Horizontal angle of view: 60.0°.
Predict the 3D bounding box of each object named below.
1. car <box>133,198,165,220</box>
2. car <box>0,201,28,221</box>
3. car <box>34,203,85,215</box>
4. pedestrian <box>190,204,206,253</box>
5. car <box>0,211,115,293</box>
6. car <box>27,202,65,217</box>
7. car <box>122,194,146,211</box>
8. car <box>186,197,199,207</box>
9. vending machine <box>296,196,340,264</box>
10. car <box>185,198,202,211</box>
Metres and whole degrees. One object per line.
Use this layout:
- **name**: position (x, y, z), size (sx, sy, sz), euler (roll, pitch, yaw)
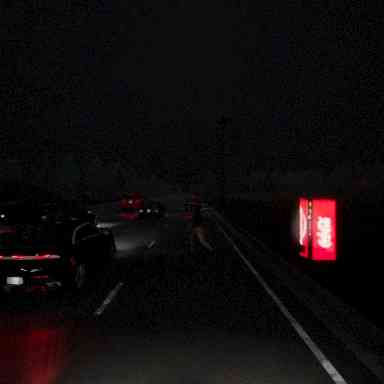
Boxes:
- **car**: position (-3.376, 1.545, 28.481), size (2.033, 1.411, 5.357), euler (0, 0, 0)
- **car**: position (-13.878, 1.503, 26.932), size (1.837, 1.490, 4.892), euler (0, 0, 0)
- **car**: position (-6.884, 1.562, 18.990), size (1.994, 1.385, 4.181), euler (0, 0, 0)
- **pedestrian**: position (0.205, 1.293, 11.859), size (0.375, 1.860, 0.375), euler (0, 0, 0)
- **car**: position (-3.393, 1.491, 8.833), size (2.128, 1.511, 4.902), euler (0, 0, 0)
- **car**: position (-10.379, 1.503, 25.583), size (1.837, 1.490, 4.892), euler (0, 0, 0)
- **car**: position (-6.868, 1.217, 39.890), size (2.150, 2.045, 5.566), euler (0, 0, 0)
- **car**: position (0.125, 1.559, 52.198), size (1.994, 1.385, 4.181), euler (0, 0, 0)
- **vending machine**: position (4.076, 1.194, 10.801), size (1.100, 2.100, 0.880), euler (0, 0, 0)
- **car**: position (0.132, 1.497, 39.629), size (1.837, 1.490, 4.892), euler (0, -1, 0)
